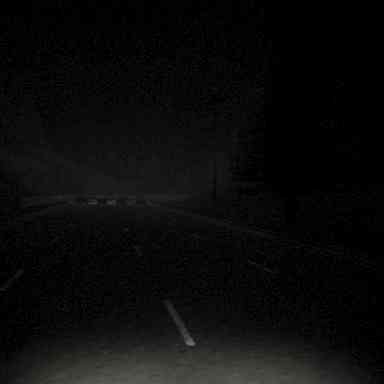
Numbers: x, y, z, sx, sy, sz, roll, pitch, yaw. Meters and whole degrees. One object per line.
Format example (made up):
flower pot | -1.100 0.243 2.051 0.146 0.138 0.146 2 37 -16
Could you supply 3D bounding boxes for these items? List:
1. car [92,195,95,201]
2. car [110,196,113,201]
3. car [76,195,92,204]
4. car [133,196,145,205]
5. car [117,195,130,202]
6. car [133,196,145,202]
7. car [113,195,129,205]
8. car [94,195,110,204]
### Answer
car | -23.216 1.543 78.265 2.128 1.511 4.902 1 0 2
car | -19.731 1.540 79.158 1.895 1.301 4.718 1 0 2
car | -20.275 1.332 61.688 2.097 1.767 4.553 1 -1 -14
car | -10.193 1.709 64.638 1.812 1.442 4.674 1 0 -14
car | -16.232 1.513 79.200 1.837 1.490 4.892 1 0 2
car | -12.722 1.703 80.099 1.812 1.442 4.674 1 0 2
car | -13.603 1.595 63.860 1.882 1.535 5.008 1 0 -14
car | -16.902 1.650 62.597 1.895 1.301 4.718 1 0 -15
